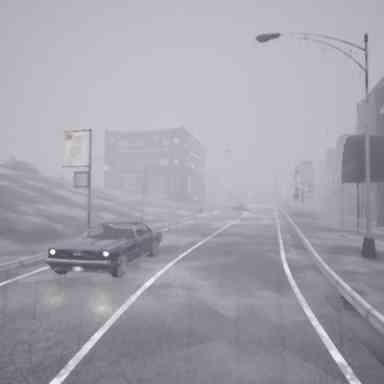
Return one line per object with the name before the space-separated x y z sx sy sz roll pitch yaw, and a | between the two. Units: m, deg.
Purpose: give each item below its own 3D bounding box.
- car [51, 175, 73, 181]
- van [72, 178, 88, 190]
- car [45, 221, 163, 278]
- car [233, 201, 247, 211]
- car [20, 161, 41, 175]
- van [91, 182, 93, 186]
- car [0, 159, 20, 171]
car | -22.013 -2.010 54.919 2.002 1.452 4.674 0 -3 0
van | -22.236 -1.617 66.127 1.878 1.987 4.442 1 -3 -2
car | -2.419 1.609 10.380 1.895 1.301 4.718 0 0 11
car | 7.515 2.217 51.607 1.837 1.490 4.892 0 -1 14
car | -22.188 -2.863 43.903 2.435 2.045 5.566 0 -3 3
van | -22.528 -1.261 71.647 1.878 1.987 4.442 1 -4 -3
car | -22.474 -2.989 38.300 2.185 1.767 4.553 0 -2 4
